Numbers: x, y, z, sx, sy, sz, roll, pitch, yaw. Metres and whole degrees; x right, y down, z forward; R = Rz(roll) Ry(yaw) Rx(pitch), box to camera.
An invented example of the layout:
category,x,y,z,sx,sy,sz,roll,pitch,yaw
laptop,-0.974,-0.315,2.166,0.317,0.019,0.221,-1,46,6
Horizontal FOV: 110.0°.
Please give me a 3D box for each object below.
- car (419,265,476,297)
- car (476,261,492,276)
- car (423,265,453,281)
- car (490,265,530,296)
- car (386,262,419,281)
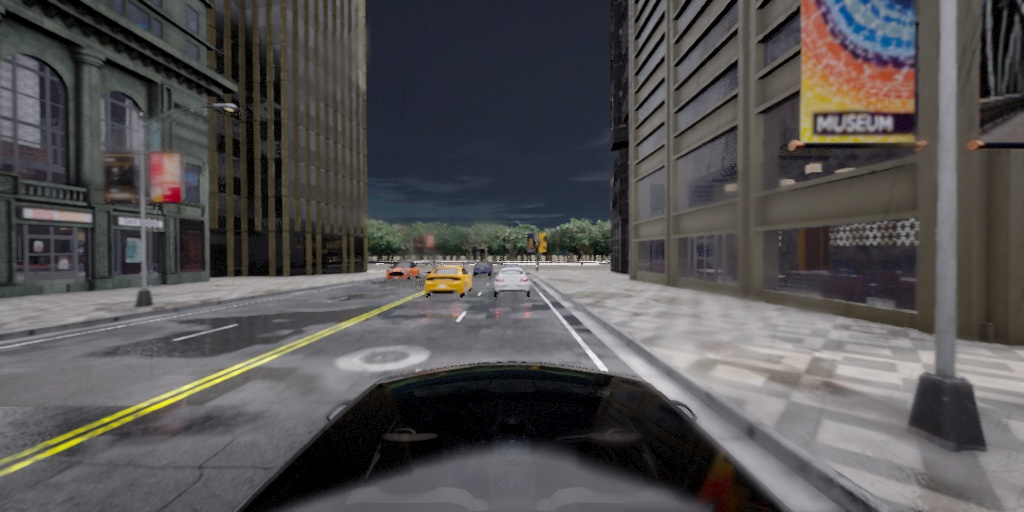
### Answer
category,x,y,z,sx,sy,sz,roll,pitch,yaw
car,-3.249,1.273,19.126,1.882,1.535,5.008,0,0,0
car,-3.402,1.436,42.779,2.097,1.767,4.553,0,-1,0
car,-6.783,1.563,33.397,1.895,1.301,4.718,0,-1,0
car,-0.005,1.305,19.231,1.812,1.442,4.674,0,0,0
car,-10.030,1.328,33.247,2.097,1.767,4.553,0,-1,0
